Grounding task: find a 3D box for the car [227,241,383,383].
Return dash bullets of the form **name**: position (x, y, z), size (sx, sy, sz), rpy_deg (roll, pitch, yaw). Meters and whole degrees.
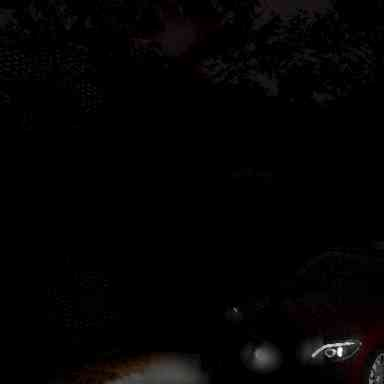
- **car**: position (2.653, 1.529, 5.000), size (4.674, 1.442, 1.812), rpy_deg (0, 0, -36)
